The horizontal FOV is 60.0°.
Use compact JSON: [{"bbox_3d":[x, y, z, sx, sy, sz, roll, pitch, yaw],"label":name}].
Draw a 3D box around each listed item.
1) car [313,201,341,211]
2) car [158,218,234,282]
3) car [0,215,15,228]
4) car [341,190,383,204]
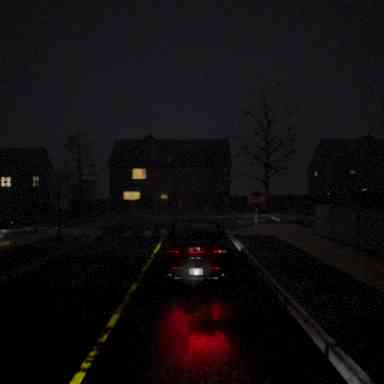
[{"bbox_3d":[11.965,1.288,25.766,4.718,1.301,1.895,-1,1,0],"label":"car"},{"bbox_3d":[0.093,1.517,9.764,1.837,1.490,4.892,0,0,0],"label":"car"},{"bbox_3d":[-14.684,1.880,22.757,4.674,1.442,1.812,-1,1,0],"label":"car"},{"bbox_3d":[13.794,0.901,23.081,5.566,2.045,2.150,-1,1,4],"label":"car"}]
